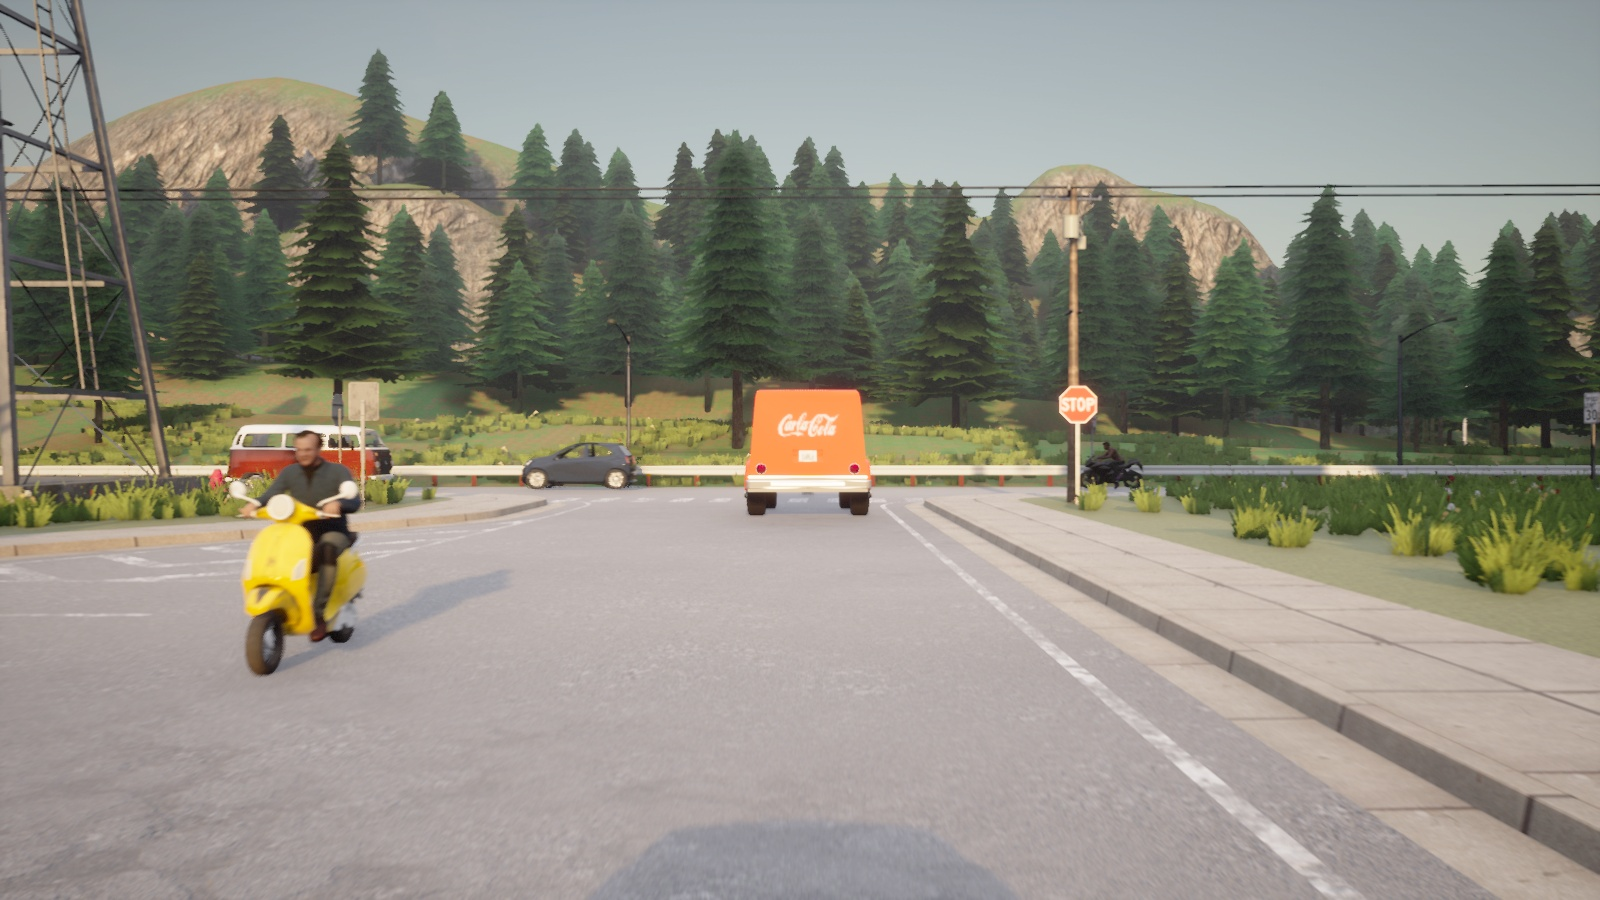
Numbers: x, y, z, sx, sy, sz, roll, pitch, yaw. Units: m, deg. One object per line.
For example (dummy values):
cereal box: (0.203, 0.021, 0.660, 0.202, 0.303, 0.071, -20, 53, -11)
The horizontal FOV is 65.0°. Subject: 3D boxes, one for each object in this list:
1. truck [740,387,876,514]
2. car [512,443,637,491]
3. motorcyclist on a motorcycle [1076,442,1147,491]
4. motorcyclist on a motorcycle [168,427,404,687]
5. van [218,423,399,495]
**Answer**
truck: (0.170, 0.080, 26.947, 2.627, 2.467, 5.204, 0, -2, 0)
car: (-7.143, 0.529, 40.082, 3.633, 1.501, 1.845, 0, 0, 1)
motorcyclist on a motorcycle: (9.830, 0.513, 39.685, 2.044, 1.523, 0.797, 0, 0, 1)
motorcyclist on a motorcycle: (-3.436, 0.649, 8.601, 0.866, 1.590, 1.817, 0, 0, 0)
van: (-14.312, 0.251, 36.746, 4.480, 2.038, 2.069, 0, 0, 1)
